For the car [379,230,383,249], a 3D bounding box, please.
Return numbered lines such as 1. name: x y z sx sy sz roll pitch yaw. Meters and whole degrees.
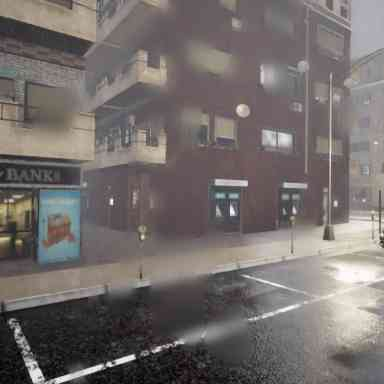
1. car: 9.077 1.554 13.107 4.403 1.369 2.008 0 1 -35
